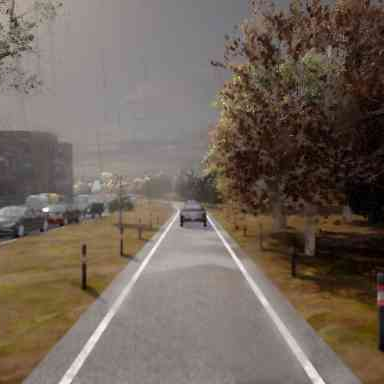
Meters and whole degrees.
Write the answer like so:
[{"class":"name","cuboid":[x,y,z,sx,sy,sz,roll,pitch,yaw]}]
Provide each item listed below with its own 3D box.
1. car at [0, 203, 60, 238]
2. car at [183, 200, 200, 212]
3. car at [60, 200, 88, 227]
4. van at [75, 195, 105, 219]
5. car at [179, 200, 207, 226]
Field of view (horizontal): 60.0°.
[{"class":"car","cuboid":[-9.083,1.473,17.345,2.231,1.521,4.892,0,-1,-2]},{"class":"car","cuboid":[-0.154,1.689,41.369,1.994,1.385,4.181,0,0,-2]},{"class":"car","cuboid":[-9.092,1.523,22.856,2.163,1.488,4.792,0,-1,-2]},{"class":"van","cuboid":[-9.106,1.292,29.369,1.878,1.987,4.442,0,-1,-3]},{"class":"car","cuboid":[0.086,1.567,24.257,2.128,1.511,4.902,0,0,0]}]
